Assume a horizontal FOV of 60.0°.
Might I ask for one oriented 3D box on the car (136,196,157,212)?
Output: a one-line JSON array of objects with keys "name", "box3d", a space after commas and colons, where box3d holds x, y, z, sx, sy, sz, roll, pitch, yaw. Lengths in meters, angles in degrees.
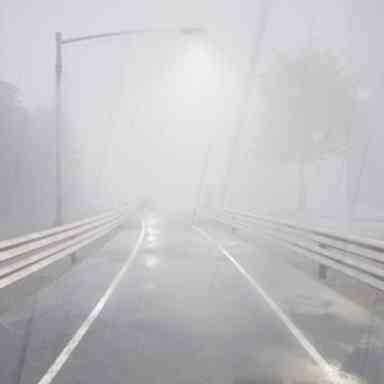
[{"name": "car", "box3d": [-6.161, 1.564, 44.917, 2.150, 2.045, 5.566, 0, 0, -16]}]
